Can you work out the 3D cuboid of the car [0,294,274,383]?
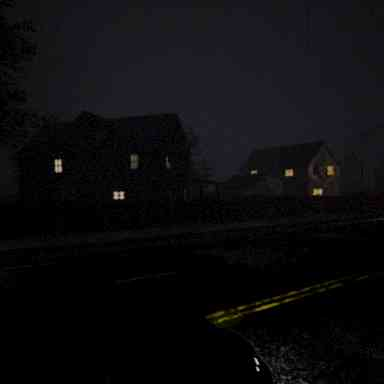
[{"bbox_3d":[-1.296,1.562,2.514,4.181,1.385,1.994,0,0,-35],"label":"car"}]
